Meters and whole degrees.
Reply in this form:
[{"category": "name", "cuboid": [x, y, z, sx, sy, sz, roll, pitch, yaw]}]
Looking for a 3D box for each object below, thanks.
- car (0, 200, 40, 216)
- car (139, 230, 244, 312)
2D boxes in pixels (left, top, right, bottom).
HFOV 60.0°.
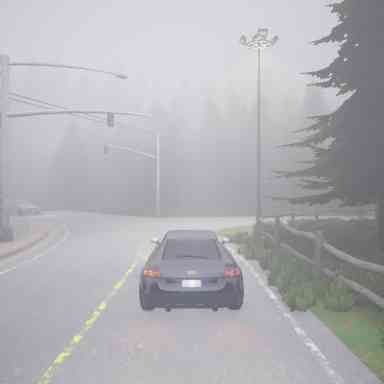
[{"category": "car", "cuboid": [-17.064, 1.526, 32.839, 4.674, 1.442, 1.812, 0, 0, 30]}, {"category": "car", "cuboid": [-0.030, 1.564, 7.803, 1.994, 1.385, 4.181, 0, 0, -1]}]
